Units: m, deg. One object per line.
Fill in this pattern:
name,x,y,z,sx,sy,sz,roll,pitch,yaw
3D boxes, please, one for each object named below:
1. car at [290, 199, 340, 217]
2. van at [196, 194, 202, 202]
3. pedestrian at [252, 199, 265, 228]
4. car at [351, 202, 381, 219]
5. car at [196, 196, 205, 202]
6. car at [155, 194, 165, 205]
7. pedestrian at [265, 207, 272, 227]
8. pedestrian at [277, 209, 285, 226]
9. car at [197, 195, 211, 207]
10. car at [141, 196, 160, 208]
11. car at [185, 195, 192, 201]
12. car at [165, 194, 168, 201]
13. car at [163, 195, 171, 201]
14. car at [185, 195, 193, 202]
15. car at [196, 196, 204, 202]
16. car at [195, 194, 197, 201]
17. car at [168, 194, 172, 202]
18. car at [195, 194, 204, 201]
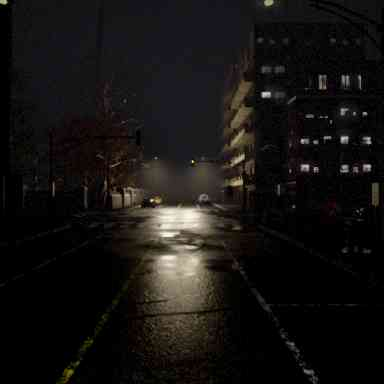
car,13.118,1.618,35.386,5.009,1.841,2.192,1,-1,-1
van,2.112,1.391,58.862,1.690,1.788,3.998,0,0,-1
pedestrian,4.027,1.301,20.089,0.375,1.860,0.375,0,0,-1
car,18.271,1.736,32.878,4.553,1.767,2.097,1,0,-1
car,1.943,1.633,75.751,2.008,1.369,4.403,0,0,-1
car,-6.266,1.575,58.609,1.752,1.417,4.829,0,0,-1
pedestrian,4.913,1.527,21.297,0.500,1.100,0.500,0,0,-1
pedestrian,5.544,1.528,20.704,0.500,1.100,0.500,0,0,-1
car,2.167,1.586,53.231,1.887,1.381,4.507,0,0,-1
car,-6.157,1.600,47.518,1.947,1.339,4.313,0,0,-1
car,-0.856,1.484,86.708,1.837,1.490,4.892,0,0,-1
car,-6.324,1.375,64.409,2.192,1.841,5.009,0,0,-1
car,-6.547,1.547,86.928,1.967,1.590,4.097,0,0,-1
car,-0.754,1.622,76.289,2.033,1.411,5.357,0,0,-1
car,1.888,1.639,81.381,1.887,1.381,4.507,0,0,-1
car,2.000,1.511,70.121,1.967,1.590,4.097,0,0,-1
car,-6.492,1.534,81.299,1.967,1.590,4.097,0,0,-1
car,1.833,1.422,87.011,2.192,1.841,5.009,0,0,-1
